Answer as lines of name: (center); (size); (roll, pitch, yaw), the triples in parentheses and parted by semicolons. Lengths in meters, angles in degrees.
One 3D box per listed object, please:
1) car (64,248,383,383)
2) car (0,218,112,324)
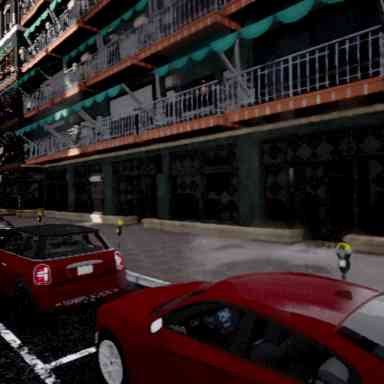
car: (0.695, 1.469, 3.170); (1.887, 1.381, 4.507); (-2, 1, -44)
car: (-3.212, 1.402, 7.234); (1.967, 1.590, 4.097); (-2, 1, -44)
